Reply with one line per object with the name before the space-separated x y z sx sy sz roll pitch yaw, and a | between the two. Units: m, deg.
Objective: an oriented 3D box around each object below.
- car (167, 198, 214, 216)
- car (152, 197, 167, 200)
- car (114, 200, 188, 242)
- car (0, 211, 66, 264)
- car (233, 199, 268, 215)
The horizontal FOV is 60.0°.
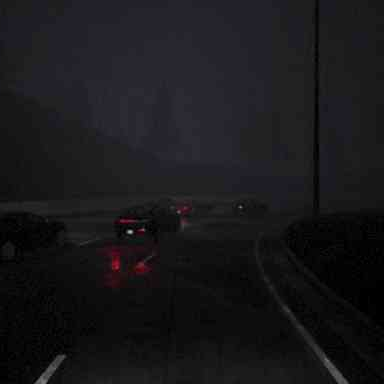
car | 0.111 1.336 29.362 1.895 1.301 4.718 0 1 31
car | -2.688 1.240 31.762 1.812 1.442 4.674 0 0 32
car | -1.910 1.350 15.586 2.128 1.511 4.902 0 0 13
car | -6.257 1.374 11.522 1.882 1.535 5.008 0 1 7
car | 5.478 1.286 30.824 1.994 1.385 4.181 0 1 37
